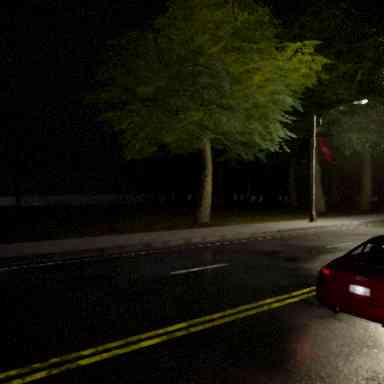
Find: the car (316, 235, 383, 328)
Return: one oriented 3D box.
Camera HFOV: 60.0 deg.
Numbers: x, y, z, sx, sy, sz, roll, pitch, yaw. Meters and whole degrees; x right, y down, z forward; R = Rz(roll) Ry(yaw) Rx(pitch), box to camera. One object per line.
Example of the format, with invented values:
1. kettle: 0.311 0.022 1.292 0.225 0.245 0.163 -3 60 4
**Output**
1. car: 4.341 1.554 6.538 4.181 1.385 1.994 0 0 -36
